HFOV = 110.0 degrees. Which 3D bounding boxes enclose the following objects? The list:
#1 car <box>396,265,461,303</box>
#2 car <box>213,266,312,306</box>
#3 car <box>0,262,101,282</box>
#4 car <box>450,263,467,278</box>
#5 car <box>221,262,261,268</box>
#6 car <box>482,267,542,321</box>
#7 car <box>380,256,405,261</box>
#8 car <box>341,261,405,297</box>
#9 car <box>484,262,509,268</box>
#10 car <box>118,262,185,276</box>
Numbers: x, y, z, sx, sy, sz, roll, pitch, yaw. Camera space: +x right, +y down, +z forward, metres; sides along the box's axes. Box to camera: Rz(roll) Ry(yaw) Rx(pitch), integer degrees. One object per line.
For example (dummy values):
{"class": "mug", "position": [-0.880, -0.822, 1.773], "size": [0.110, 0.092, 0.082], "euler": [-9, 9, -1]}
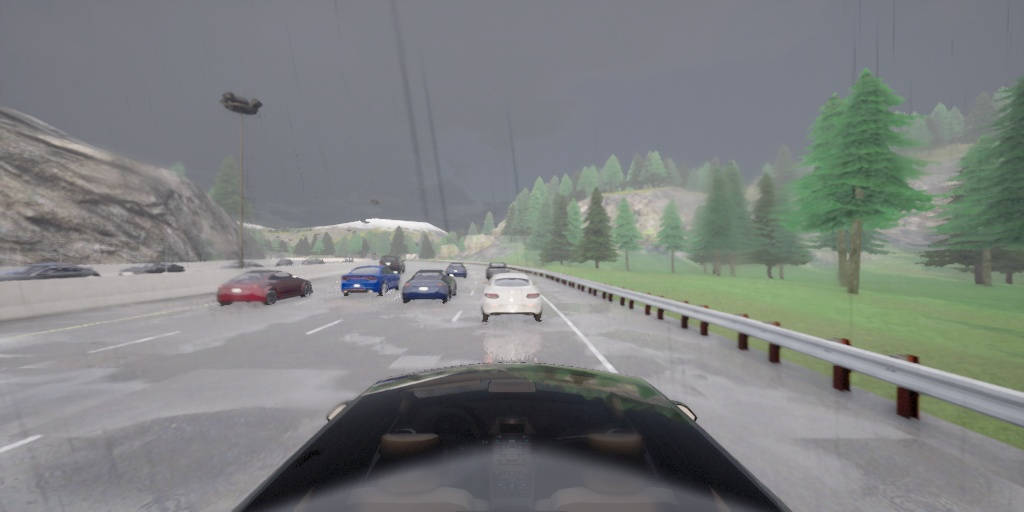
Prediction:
{"class": "car", "position": [-3.730, 1.315, 16.729], "size": [1.994, 1.385, 4.181], "euler": [0, 0, -3]}
{"class": "car", "position": [-10.690, 1.315, 15.832], "size": [1.994, 1.385, 4.181], "euler": [0, 0, -3]}
{"class": "car", "position": [-25.085, 1.242, 19.047], "size": [2.128, 1.511, 4.902], "euler": [0, 0, -4]}
{"class": "car", "position": [-5.281, 1.317, 34.078], "size": [1.994, 1.385, 4.181], "euler": [0, 0, -7]}
{"class": "car", "position": [-22.548, 1.244, 29.704], "size": [2.128, 1.511, 4.902], "euler": [0, 0, -7]}
{"class": "car", "position": [-0.043, 1.277, 12.345], "size": [1.812, 1.442, 4.674], "euler": [0, 0, -2]}
{"class": "car", "position": [-13.067, 0.975, 39.163], "size": [2.150, 2.045, 5.566], "euler": [0, 0, -9]}
{"class": "car", "position": [-7.356, 1.229, 19.153], "size": [1.882, 1.535, 5.008], "euler": [0, 0, -3]}
{"class": "car", "position": [-1.278, 1.244, 30.113], "size": [2.128, 1.511, 4.902], "euler": [0, 0, -6]}
{"class": "car", "position": [-29.588, 1.244, 29.631], "size": [2.128, 1.511, 4.902], "euler": [0, 0, -7]}
